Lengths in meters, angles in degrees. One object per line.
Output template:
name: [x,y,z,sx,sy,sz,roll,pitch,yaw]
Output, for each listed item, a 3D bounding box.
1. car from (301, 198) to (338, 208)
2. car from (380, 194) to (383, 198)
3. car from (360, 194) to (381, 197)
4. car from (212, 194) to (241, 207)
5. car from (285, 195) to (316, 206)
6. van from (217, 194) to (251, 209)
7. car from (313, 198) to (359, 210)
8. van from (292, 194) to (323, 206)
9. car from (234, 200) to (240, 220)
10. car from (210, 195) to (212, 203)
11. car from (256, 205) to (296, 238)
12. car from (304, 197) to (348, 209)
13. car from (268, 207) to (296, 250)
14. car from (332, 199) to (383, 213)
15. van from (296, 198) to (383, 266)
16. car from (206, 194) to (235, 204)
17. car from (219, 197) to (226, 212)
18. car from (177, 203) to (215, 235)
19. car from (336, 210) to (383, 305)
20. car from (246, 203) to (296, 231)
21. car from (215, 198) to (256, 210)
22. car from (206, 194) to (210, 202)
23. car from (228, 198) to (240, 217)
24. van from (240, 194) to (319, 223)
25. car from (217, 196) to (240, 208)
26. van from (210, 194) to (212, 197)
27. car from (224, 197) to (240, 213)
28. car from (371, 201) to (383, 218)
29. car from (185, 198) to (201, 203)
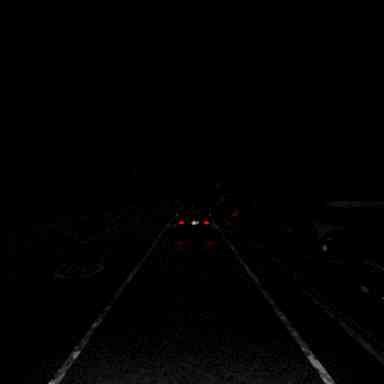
car: [18.671,1.582,48.792,4.674,1.452,2.002,0,0,0]
car: [18.676,1.232,26.513,5.566,2.045,2.435,0,0,0]
car: [18.664,1.245,34.869,5.566,2.045,2.435,0,0,0]
car: [5.633,1.260,40.284,5.566,2.045,2.435,0,0,0]
car: [18.636,1.448,57.146,4.553,1.767,2.185,0,0,0]
van: [5.713,1.305,45.891,4.442,1.987,1.878,0,0,0]
car: [18.675,1.523,43.221,5.008,1.535,2.097,0,0,0]
van: [18.785,1.335,54.366,4.442,1.987,1.878,0,0,0]
car: [5.659,1.511,23.467,4.792,1.488,2.163,0,0,0]
car: [5.588,1.542,48.693,4.892,1.521,2.231,0,0,0]
car: [5.613,1.510,15.057,4.792,1.488,2.163,0,0,0]
car: [18.491,1.529,46.007,5.366,1.575,1.946,0,0,0]
car: [5.641,1.479,12.253,5.008,1.535,2.097,0,0,0]
car: [18.717,1.533,37.651,4.792,1.488,2.163,0,0,0]
van: [5.534,1.253,9.450,4.442,1.987,1.878,0,0,0]
car: [5.617,1.375,65.513,5.566,2.045,2.435,0,0,0]
car: [5.584,1.524,34.678,4.792,1.488,2.163,0,0,0]
car: [0.098,1.556,18.680,2.033,1.411,5.357,0,0,0]
car: [5.686,1.352,6.647,4.553,1.767,2.185,0,0,0]
car: [5.609,1.510,17.860,4.792,1.488,2.163,0,0,0]
car: [5.595,1.521,43.087,5.008,1.535,2.097,0,0,0]
car: [5.616,1.322,57.103,5.566,2.045,2.435,0,0,0]
car: [5.811,1.479,26.270,5.366,1.575,1.946,0,0,0]
van: [5.517,1.255,20.663,4.442,1.987,1.878,0,0,0]
car: [5.605,1.503,37.476,4.892,1.521,2.231,0,0,0]
van: [5.475,1.325,51.498,4.442,1.987,1.878,0,0,0]
car: [5.616,1.484,29.070,5.008,1.535,2.097,0,0,0]
car: [18.698,1.526,29.421,4.674,1.452,2.002,0,0,0]
car: [0.095,1.541,41.927,2.128,1.511,4.902,0,0,0]
